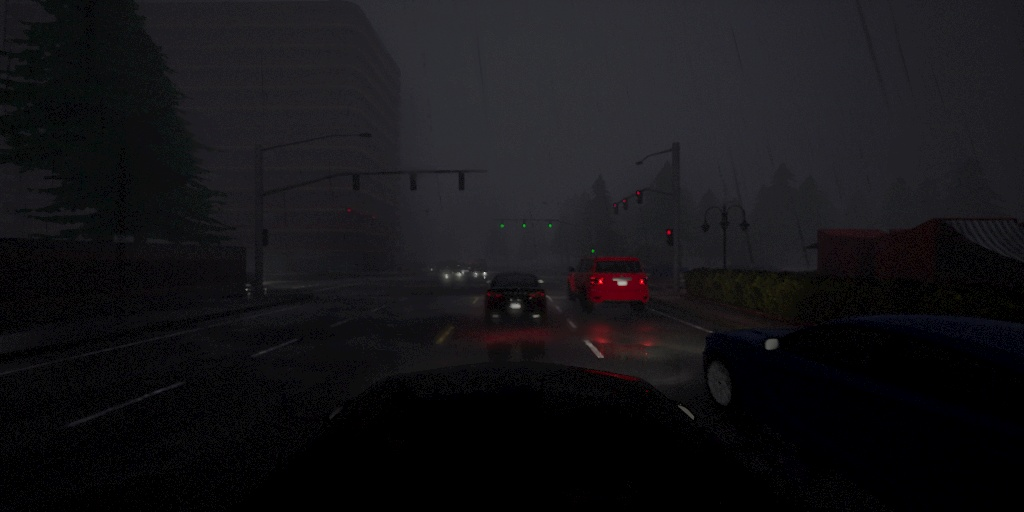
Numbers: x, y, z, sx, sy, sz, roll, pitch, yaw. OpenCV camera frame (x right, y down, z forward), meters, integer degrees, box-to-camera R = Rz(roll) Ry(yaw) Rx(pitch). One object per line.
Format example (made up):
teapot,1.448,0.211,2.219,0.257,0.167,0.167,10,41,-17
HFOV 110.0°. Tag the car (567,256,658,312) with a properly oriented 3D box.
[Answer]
car,3.665,1.024,14.618,2.150,2.045,5.566,0,0,0

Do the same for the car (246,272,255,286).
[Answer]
car,-20.129,1.380,24.971,5.008,1.535,1.882,0,0,1

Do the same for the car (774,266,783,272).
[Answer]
car,23.970,1.473,35.099,4.674,1.442,1.812,0,0,1

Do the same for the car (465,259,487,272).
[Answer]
car,-4.873,1.518,50.316,1.994,1.385,4.181,0,0,-18

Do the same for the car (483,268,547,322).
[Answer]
car,0.121,1.273,12.536,1.882,1.535,5.008,0,0,0

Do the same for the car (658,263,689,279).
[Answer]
car,14.734,1.425,35.253,5.008,1.535,1.882,0,0,1

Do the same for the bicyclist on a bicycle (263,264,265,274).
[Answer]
bicyclist on a bicycle,-28.509,1.268,40.563,0.582,1.620,1.656,0,0,1

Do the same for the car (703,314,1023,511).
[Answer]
car,3.605,1.233,3.036,1.882,1.535,5.008,0,0,0

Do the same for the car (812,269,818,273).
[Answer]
car,29.125,1.424,31.548,4.902,1.511,2.128,0,0,1

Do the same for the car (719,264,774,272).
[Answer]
car,19.520,1.480,31.671,5.357,1.411,2.033,0,0,1

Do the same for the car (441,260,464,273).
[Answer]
car,-7.784,1.291,46.731,2.097,1.767,4.553,0,0,-13

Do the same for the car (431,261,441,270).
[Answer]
car,-10.560,1.525,55.786,2.033,1.411,5.357,0,0,-26
